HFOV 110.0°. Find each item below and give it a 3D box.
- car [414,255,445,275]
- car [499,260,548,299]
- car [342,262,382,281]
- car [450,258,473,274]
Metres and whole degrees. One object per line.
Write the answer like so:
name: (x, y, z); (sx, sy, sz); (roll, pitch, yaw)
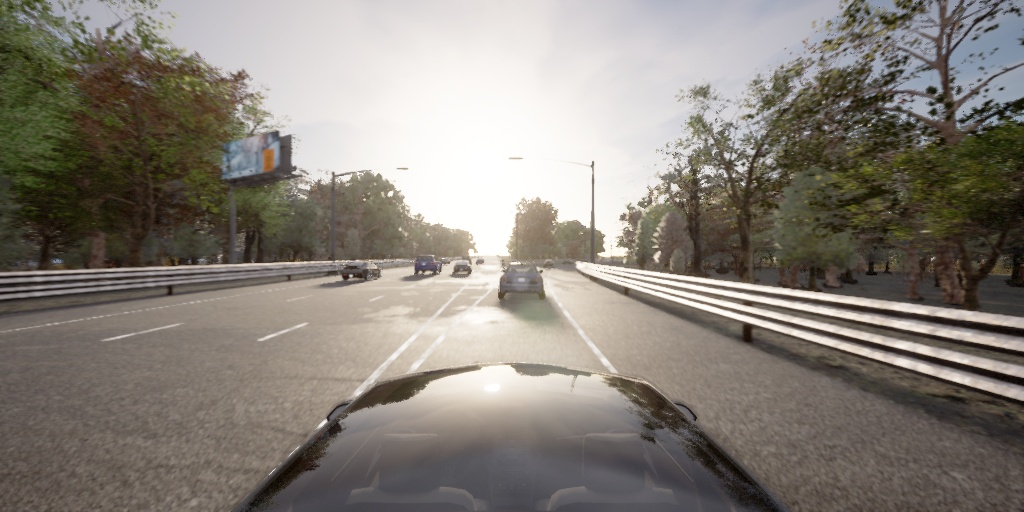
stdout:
car: (-8.868, 0.912, 38.240); (2.150, 2.045, 5.566); (0, 0, -3)
car: (0.538, 1.100, 18.325); (2.097, 1.767, 4.553); (0, 0, 3)
car: (-11.951, 1.182, 28.808); (1.837, 1.490, 4.892); (0, 0, -3)
car: (-5.458, 1.234, 40.230); (1.812, 1.442, 4.674); (0, 0, -3)
